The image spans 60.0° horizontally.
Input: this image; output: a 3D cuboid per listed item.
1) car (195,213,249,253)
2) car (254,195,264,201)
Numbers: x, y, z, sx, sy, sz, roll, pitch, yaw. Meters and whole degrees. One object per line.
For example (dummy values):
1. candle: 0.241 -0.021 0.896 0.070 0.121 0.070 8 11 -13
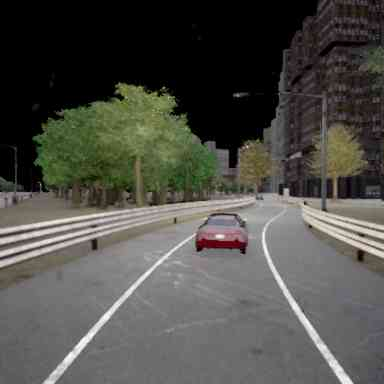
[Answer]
1. car: 1.369 1.572 13.977 1.994 1.385 4.181 0 0 10
2. car: 17.229 1.487 85.782 1.812 1.442 4.674 0 0 0
